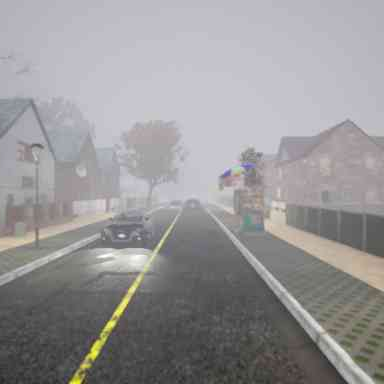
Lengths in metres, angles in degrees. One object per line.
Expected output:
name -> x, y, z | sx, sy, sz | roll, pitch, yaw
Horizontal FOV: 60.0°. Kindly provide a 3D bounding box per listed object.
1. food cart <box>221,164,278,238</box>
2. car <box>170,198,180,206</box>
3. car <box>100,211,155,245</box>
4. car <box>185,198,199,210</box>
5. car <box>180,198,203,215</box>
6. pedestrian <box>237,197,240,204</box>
food cart -> 2.997, 0.479, 18.414 | 2.280, 3.560, 4.660 | -1, -1, 0
car -> -2.747, 1.778, 57.700 | 1.895, 1.301, 4.718 | 0, 0, 1
car -> -2.838, 1.572, 15.389 | 1.994, 1.385, 4.181 | 0, 0, 0
car -> 0.052, 1.614, 46.057 | 1.837, 1.490, 4.892 | 0, 0, 1
car -> 0.098, 1.410, 34.762 | 2.097, 1.767, 4.553 | 0, 0, 0
pedestrian -> 3.027, 1.162, 21.238 | 0.375, 1.860, 0.375 | 1, -1, -1
